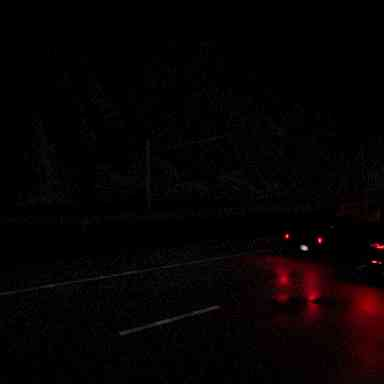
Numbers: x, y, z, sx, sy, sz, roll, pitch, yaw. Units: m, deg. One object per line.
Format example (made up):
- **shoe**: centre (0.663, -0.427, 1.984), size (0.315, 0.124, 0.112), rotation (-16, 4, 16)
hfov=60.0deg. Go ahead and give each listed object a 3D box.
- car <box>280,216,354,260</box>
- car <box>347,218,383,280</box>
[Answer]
- **car**: centre (5.481, 1.541, 12.278), size (4.718, 1.301, 1.895), rotation (0, 0, -37)
- **car**: centre (6.378, 1.439, 8.581), size (4.902, 1.511, 2.128), rotation (0, 0, -36)
